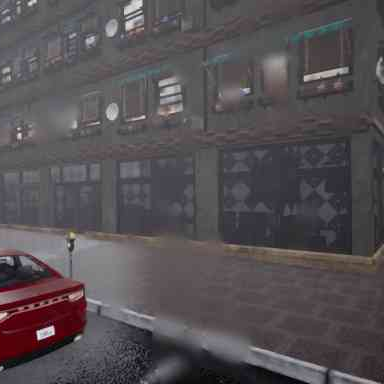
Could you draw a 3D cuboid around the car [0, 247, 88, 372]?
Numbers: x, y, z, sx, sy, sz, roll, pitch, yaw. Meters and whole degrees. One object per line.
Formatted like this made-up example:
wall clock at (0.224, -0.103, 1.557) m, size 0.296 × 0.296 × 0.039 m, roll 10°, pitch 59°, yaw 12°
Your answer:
car at (-3.557, 1.546, 5.267) m, size 4.507 × 1.381 × 1.887 m, roll 0°, pitch -1°, yaw 36°
